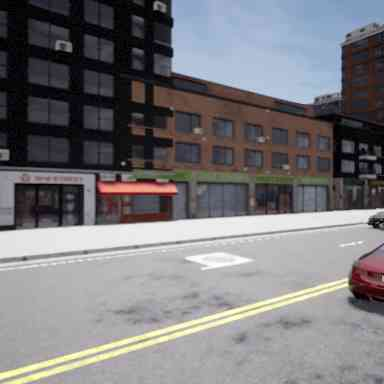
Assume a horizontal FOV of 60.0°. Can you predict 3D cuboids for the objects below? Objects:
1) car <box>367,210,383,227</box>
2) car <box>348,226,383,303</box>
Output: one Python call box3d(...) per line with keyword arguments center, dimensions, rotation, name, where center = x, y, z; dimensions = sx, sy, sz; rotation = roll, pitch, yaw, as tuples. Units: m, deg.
box3d(center=(13.330, 1.571, 21.135), dimensions=(5.357, 1.411, 2.033), rotation=(0, 0, -35), name="car")
box3d(center=(5.247, 1.575, 7.183), dimensions=(4.181, 1.385, 1.994), rotation=(0, 0, -35), name="car")
